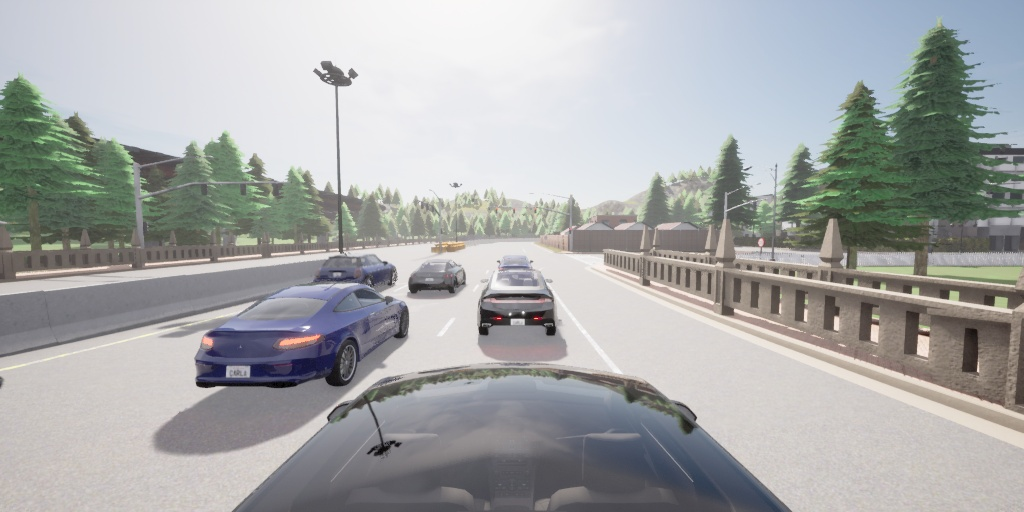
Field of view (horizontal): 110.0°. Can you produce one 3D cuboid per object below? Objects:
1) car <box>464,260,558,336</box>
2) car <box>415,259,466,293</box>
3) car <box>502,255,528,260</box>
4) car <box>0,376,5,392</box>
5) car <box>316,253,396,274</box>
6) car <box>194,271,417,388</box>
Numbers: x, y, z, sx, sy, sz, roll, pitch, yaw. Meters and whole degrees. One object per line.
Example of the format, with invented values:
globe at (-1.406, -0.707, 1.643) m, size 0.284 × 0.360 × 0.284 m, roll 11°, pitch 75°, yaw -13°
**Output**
car at (0.132, 1.082, 9.924) m, size 2.128 × 1.511 × 4.902 m, roll 0°, pitch 2°, yaw 0°
car at (-3.346, 0.823, 16.650) m, size 1.994 × 1.385 × 4.181 m, roll 0°, pitch 3°, yaw 1°
car at (0.166, 0.657, 18.923) m, size 1.812 × 1.442 × 4.674 m, roll 0°, pitch 3°, yaw 0°
car at (-6.906, 1.274, 2.195) m, size 1.812 × 1.442 × 4.674 m, roll 0°, pitch 0°, yaw 0°
car at (-6.843, 0.639, 16.184) m, size 2.097 × 1.767 × 4.553 m, roll 0°, pitch 3°, yaw 0°
car at (-3.379, 1.214, 6.738) m, size 1.812 × 1.442 × 4.674 m, roll 0°, pitch 1°, yaw 0°
